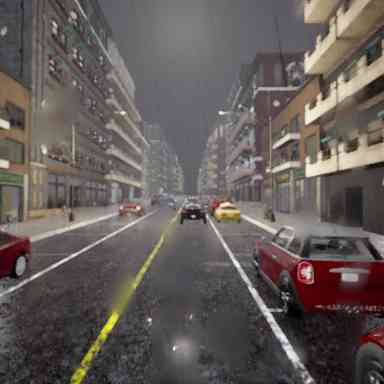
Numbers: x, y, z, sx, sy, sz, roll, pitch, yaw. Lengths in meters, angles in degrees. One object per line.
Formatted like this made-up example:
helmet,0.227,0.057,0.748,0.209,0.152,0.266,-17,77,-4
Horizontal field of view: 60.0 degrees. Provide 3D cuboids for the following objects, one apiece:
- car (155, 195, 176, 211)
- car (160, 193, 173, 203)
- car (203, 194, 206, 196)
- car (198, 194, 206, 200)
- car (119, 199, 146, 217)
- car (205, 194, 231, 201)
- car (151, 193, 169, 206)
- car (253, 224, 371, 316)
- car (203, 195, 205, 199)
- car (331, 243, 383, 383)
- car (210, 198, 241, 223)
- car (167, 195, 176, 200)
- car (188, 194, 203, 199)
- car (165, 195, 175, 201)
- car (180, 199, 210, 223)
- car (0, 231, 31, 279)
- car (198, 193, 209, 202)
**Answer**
car,-2.856,1.448,40.065,2.033,1.411,5.357,0,0,0
car,-5.304,1.181,69.702,2.192,1.841,5.009,2,0,0
car,2.574,1.406,52.875,1.752,1.417,4.829,2,0,0
car,2.564,1.383,86.863,1.752,1.417,4.829,2,0,0
car,-5.296,1.364,30.050,1.967,1.590,4.097,2,0,0
car,2.586,1.238,30.047,2.192,1.841,5.009,2,0,0
car,-5.299,1.197,52.708,2.192,1.841,5.009,2,0,0
car,2.589,1.419,7.389,1.967,1.590,4.097,2,0,0
car,2.576,1.449,41.375,2.008,1.369,4.403,2,0,0
car,2.591,1.435,1.723,1.967,1.590,4.097,2,0,0
car,2.582,1.461,24.552,1.752,1.417,4.829,2,0,0
car,-5.316,1.409,86.697,2.008,1.369,4.403,2,0,0
car,0.088,1.355,41.043,1.801,1.575,5.366,0,0,0
car,-5.315,1.425,81.032,1.947,1.339,4.313,2,0,0
car,0.095,1.461,24.515,1.812,1.442,4.674,0,0,0
car,-5.293,1.524,7.392,1.887,1.381,4.507,2,0,0
car,2.573,1.176,75.363,2.192,1.841,5.009,2,0,0
